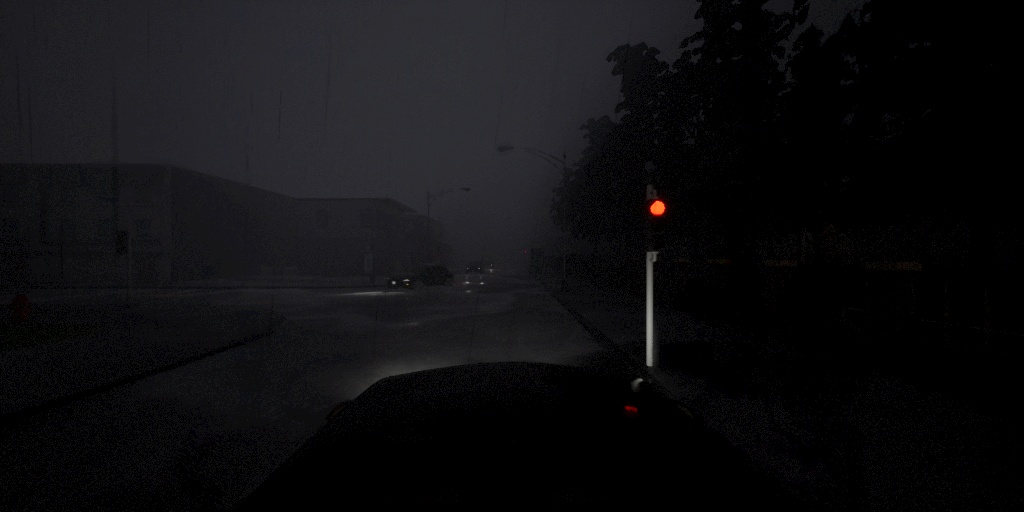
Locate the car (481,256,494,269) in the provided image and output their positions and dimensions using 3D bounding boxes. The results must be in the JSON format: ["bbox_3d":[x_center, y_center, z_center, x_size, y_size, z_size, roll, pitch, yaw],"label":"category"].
[{"bbox_3d":[-4.032,0.969,57.519,2.150,2.045,5.566,0,0,1],"label":"car"}]

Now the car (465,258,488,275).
[{"bbox_3d":[-4.063,1.255,39.827,1.837,1.490,4.892,0,0,0],"label":"car"}]

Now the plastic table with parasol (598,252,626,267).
[{"bbox_3d":[15.338,0.694,55.115,2.482,2.480,2.482,0,0,-40],"label":"plastic table with parasol"}]

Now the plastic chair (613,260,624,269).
[{"bbox_3d":[16.070,1.296,54.116,0.750,1.272,0.730,0,0,-40],"label":"plastic chair"}]

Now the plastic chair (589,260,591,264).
[{"bbox_3d":[13.770,1.304,62.443,0.730,1.272,0.750,0,0,-35],"label":"plastic chair"}]

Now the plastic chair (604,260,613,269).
[{"bbox_3d":[14.364,1.306,54.214,0.730,1.272,0.750,0,0,-35],"label":"plastic chair"}]

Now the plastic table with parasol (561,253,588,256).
[{"bbox_3d":[10.021,0.684,57.859,2.482,2.480,2.482,0,0,-40],"label":"plastic table with parasol"}]

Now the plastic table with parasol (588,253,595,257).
[{"bbox_3d":[14.722,0.673,63.330,2.482,2.480,2.482,0,0,-42],"label":"plastic table with parasol"}]

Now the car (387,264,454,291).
[{"bbox_3d":[-5.475,1.256,22.047,1.837,1.490,4.892,2,1,26],"label":"car"}]
